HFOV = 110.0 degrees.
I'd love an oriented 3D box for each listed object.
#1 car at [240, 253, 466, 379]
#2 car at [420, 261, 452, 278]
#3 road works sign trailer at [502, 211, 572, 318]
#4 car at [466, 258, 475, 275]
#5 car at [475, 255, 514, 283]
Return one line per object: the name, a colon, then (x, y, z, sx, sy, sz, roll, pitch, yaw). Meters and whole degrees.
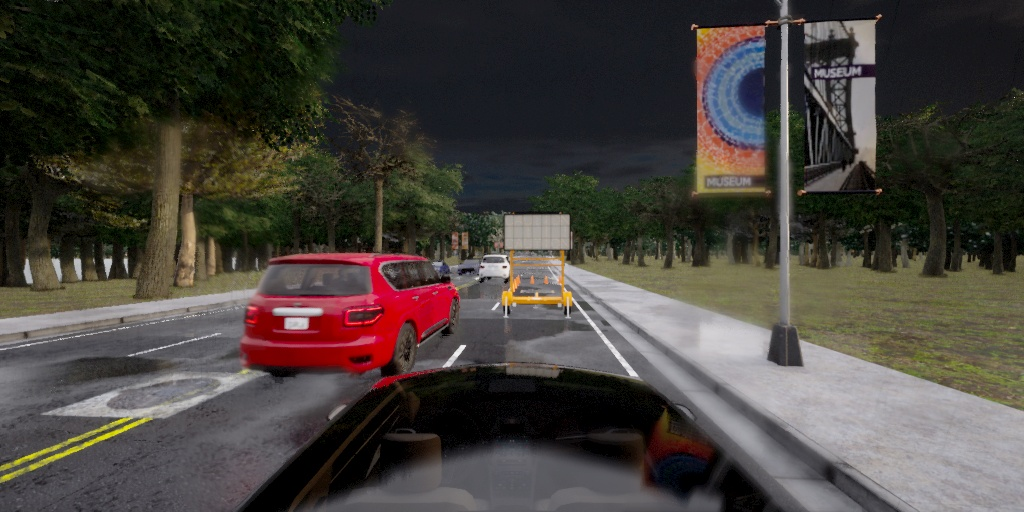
car: (-2.644, 0.972, 7.394, 2.150, 2.045, 5.566, 0, 0, 4)
car: (-7.333, 1.240, 35.142, 1.812, 1.442, 4.674, 0, 0, 4)
road works sign trailer: (0.904, 0.210, 12.951, 2.380, 3.560, 2.880, 0, 0, 4)
car: (-4.015, 1.064, 35.912, 2.097, 1.767, 4.553, 0, 0, 4)
car: (-1.148, 0.949, 28.069, 2.150, 2.045, 5.566, 0, 0, 4)
